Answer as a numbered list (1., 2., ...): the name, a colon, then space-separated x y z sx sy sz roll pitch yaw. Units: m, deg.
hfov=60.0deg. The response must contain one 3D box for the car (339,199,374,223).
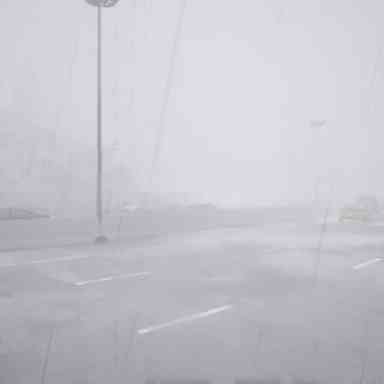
1. car: 13.230 1.559 26.883 1.882 1.535 5.008 0 0 33

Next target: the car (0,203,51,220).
1. car: -10.274 1.557 18.044 5.008 1.535 1.882 0 0 -35

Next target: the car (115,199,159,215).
1. car: -4.749 1.505 32.396 2.097 1.767 4.553 0 0 42

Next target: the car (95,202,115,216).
1. car: -7.377 1.714 34.708 2.033 1.411 5.357 0 0 42

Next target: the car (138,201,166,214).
1. car: -2.182 1.743 30.016 1.895 1.301 4.718 0 0 42

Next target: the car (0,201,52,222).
1. car: -14.643 1.598 27.897 5.008 1.535 1.882 0 0 -37

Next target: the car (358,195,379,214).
1. car: 19.678 1.335 37.445 2.150 2.045 5.566 0 0 26

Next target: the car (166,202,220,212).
1. car: 0.446 1.648 27.703 1.837 1.490 4.892 0 0 42

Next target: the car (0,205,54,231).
1. car: -11.844 1.640 21.223 5.357 1.411 2.033 0 0 -35
